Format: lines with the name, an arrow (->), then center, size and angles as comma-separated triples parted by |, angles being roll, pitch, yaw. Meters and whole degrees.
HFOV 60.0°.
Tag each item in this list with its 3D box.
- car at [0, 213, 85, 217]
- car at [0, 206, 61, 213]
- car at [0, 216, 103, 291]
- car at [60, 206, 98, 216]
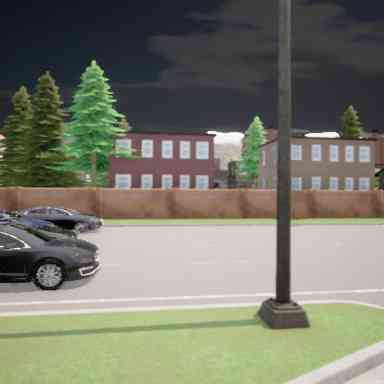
car -> -6.186, 1.567, 11.562 | 4.181, 1.385, 1.994 | 0, 0, -8
car -> -8.599, 1.525, 14.772 | 4.674, 1.442, 1.812 | 0, 0, -7
car -> -4.804, 1.505, 8.215 | 4.892, 1.490, 1.837 | 0, 0, -8
car -> -7.488, 1.513, 18.449 | 4.902, 1.511, 2.128 | 0, 0, -8
